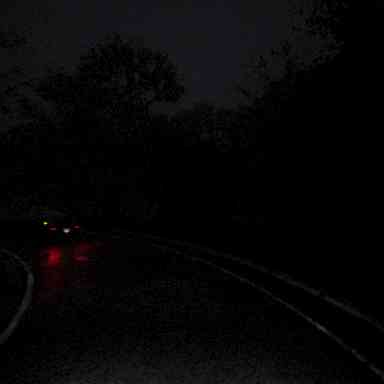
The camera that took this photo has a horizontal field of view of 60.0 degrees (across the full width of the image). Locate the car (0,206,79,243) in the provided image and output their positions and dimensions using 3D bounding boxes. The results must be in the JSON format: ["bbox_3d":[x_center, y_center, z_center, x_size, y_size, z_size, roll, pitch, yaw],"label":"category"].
[{"bbox_3d":[-6.975,1.339,15.081,4.674,1.442,1.812,2,0,38],"label":"car"}]
